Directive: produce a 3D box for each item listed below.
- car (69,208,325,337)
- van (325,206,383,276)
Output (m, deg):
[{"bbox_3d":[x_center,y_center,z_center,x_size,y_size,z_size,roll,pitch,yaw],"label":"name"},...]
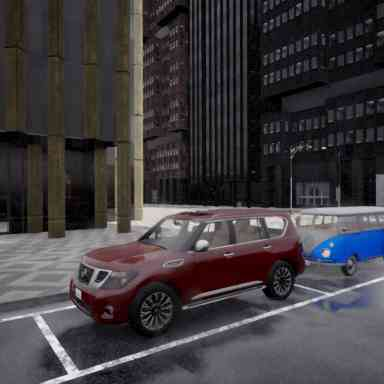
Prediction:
[{"bbox_3d":[0.216,1.315,6.813,5.009,1.841,2.192,0,0,-36],"label":"car"},{"bbox_3d":[4.712,1.341,10.023,3.998,1.788,1.690,0,0,-36],"label":"van"}]
